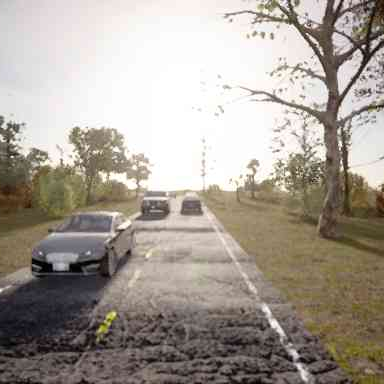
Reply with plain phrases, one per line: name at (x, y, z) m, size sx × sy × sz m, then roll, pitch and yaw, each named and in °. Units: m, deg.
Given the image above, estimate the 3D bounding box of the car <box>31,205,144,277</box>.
car at (-2.896, 1.343, 9.772) m, size 2.128 × 1.511 × 4.902 m, roll 0°, pitch 1°, yaw 0°

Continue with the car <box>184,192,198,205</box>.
car at (-0.140, 0.860, 43.827) m, size 1.837 × 1.490 × 4.892 m, roll 0°, pitch 1°, yaw 0°

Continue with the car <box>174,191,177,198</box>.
car at (-4.248, 0.450, 70.284) m, size 2.128 × 1.511 × 4.902 m, roll 0°, pitch 1°, yaw -7°

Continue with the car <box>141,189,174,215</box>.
car at (-3.017, 0.795, 28.700) m, size 2.150 × 2.045 × 5.566 m, roll 0°, pitch 1°, yaw 0°

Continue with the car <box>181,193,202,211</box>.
car at (-0.078, 0.996, 32.366) m, size 1.882 × 1.535 × 5.008 m, roll 0°, pitch 1°, yaw 0°
